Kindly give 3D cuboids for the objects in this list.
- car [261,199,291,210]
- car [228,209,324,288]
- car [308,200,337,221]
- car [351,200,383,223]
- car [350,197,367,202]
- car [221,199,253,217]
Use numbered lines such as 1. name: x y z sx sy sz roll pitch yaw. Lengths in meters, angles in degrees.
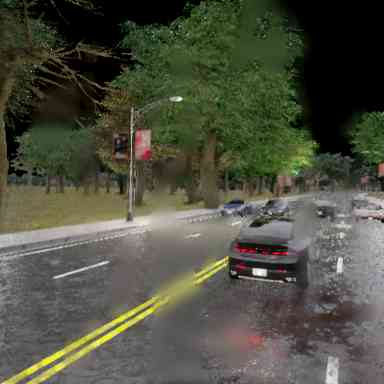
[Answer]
1. car: 6.921 1.349 27.209 1.837 1.490 4.892 1 1 25
2. car: 2.466 1.462 9.314 1.837 1.490 4.892 1 0 25
3. car: 10.303 1.353 26.307 1.882 1.535 5.008 1 1 25
4. car: 13.223 1.508 24.903 1.895 1.301 4.718 1 1 25
5. car: 20.039 1.286 39.686 2.128 1.511 4.902 1 1 25
6. car: 3.976 1.338 28.581 1.812 1.442 4.674 1 1 25
